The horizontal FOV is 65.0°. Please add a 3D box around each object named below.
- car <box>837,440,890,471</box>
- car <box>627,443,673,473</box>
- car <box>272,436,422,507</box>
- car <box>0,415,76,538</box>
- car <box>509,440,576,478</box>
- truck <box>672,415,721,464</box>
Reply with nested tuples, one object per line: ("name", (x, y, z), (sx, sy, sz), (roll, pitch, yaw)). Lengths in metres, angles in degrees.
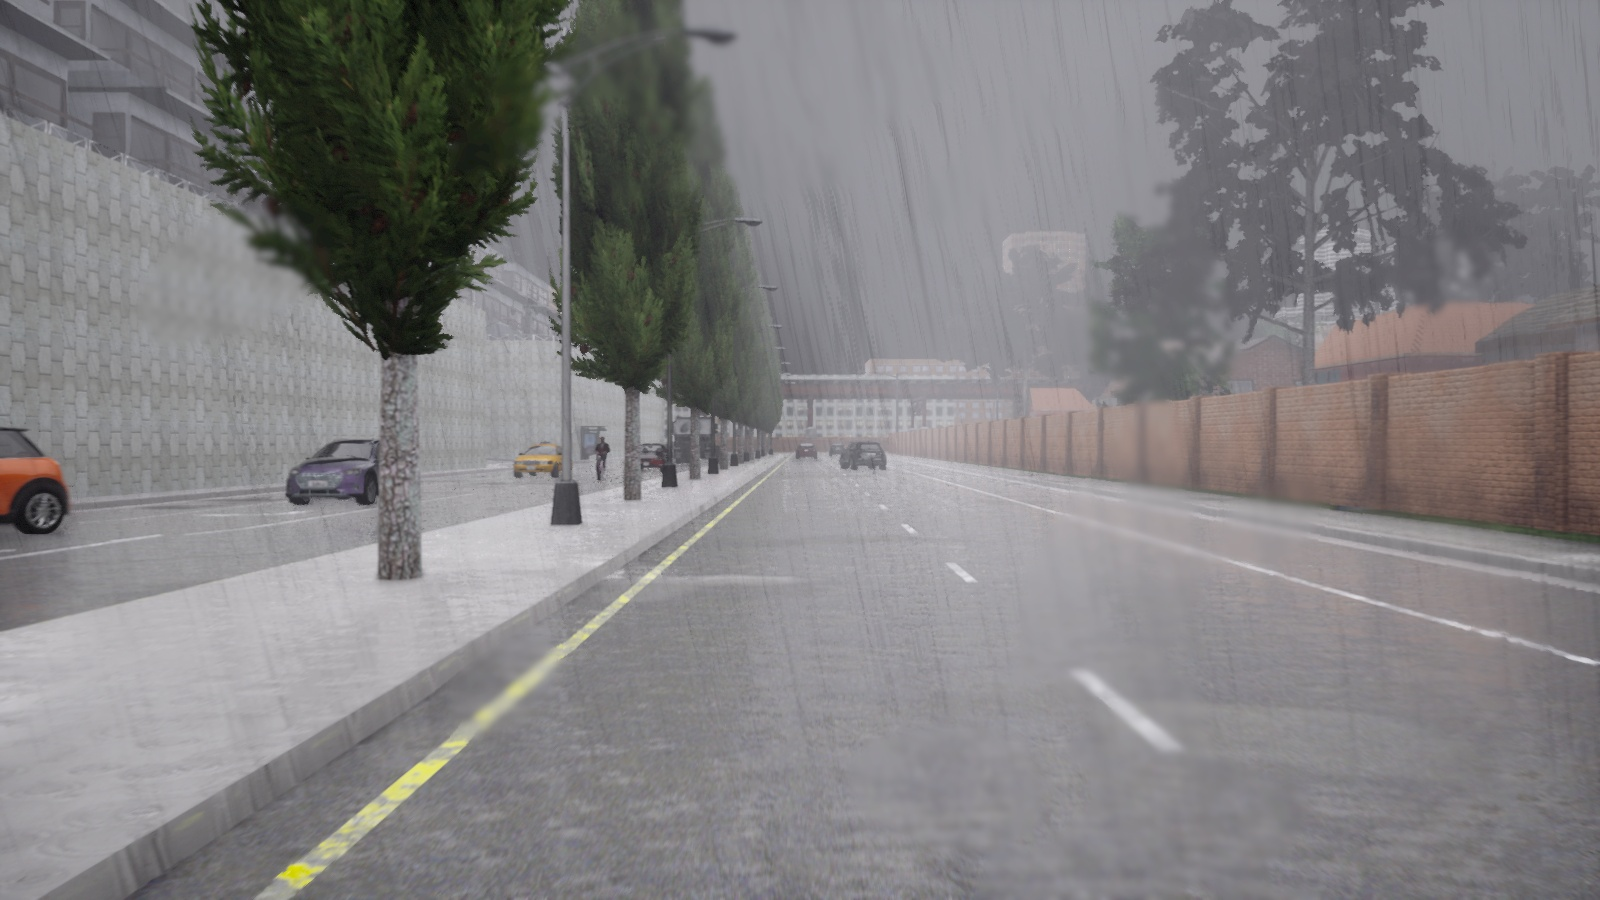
("car", (3.508, 0.281, 70.428), (2.033, 1.649, 4.856), (0, 0, -9))
("car", (-7.650, 0.390, 64.379), (1.816, 1.474, 4.193), (0, 0, 0))
("car", (-11.320, 0.488, 31.776), (2.033, 1.649, 4.856), (0, 0, 0))
("car", (-12.925, 0.364, 17.535), (2.097, 1.767, 4.553), (1, 0, 21))
("car", (-11.199, 0.366, 54.983), (1.801, 1.575, 5.366), (0, 0, 0))
("truck", (-7.504, -0.764, 92.201), (2.891, 3.462, 7.936), (0, 0, 0))
